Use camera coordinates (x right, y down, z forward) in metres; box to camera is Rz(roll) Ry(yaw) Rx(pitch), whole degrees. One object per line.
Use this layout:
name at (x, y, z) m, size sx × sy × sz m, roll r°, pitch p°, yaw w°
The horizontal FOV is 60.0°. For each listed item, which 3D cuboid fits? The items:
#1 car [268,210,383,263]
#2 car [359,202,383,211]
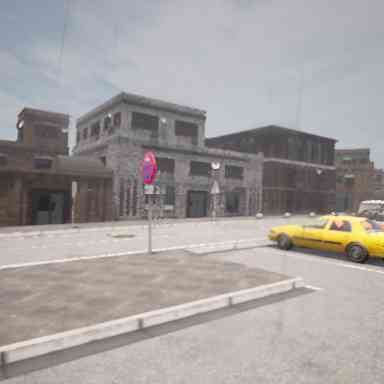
car at (5.267, 1.544, 12.371) m, size 1.946 × 1.575 × 5.366 m, roll 1°, pitch 0°, yaw -35°
car at (7.769, 1.455, 13.890) m, size 2.185 × 1.767 × 4.553 m, roll 1°, pitch 0°, yaw -36°
